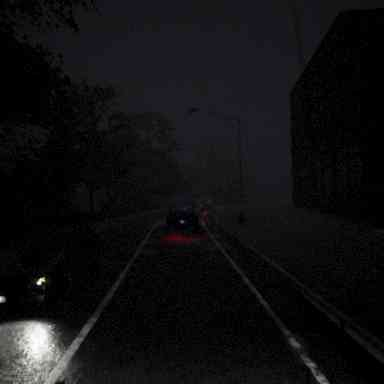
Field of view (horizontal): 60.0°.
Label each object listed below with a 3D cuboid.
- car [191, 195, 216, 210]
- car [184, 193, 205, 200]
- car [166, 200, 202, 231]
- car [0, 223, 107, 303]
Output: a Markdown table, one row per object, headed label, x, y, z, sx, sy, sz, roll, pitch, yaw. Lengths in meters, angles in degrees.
| label | x | y | z | sx | sy | sz | roll | pitch | yaw |
| --- | --- | --- | --- | --- | --- | --- | --- | --- | --- |
| car | 1.666 | 1.426 | 41.170 | 1.812 | 1.442 | 4.674 | -2 | 0 | 14 |
| car | 0.527 | 1.199 | 48.874 | 2.150 | 2.045 | 5.566 | -2 | -1 | 22 |
| car | -0.586 | 1.483 | 20.726 | 1.882 | 1.535 | 5.008 | 0 | 0 | -1 |
| car | -3.597 | 1.560 | 8.673 | 2.033 | 1.411 | 5.357 | 0 | 0 | -2 |
